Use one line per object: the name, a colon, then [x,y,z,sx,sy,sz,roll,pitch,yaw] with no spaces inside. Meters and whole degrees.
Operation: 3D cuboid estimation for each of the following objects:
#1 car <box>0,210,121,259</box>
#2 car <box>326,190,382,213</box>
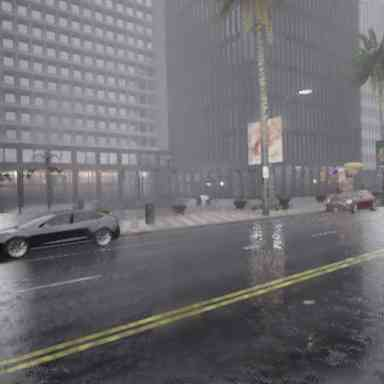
car: [-5.135,1.463,12.786,4.786,1.482,2.161,-2,1,-38]
car: [12.411,0.639,25.919,4.553,1.767,2.185,-2,1,-38]
